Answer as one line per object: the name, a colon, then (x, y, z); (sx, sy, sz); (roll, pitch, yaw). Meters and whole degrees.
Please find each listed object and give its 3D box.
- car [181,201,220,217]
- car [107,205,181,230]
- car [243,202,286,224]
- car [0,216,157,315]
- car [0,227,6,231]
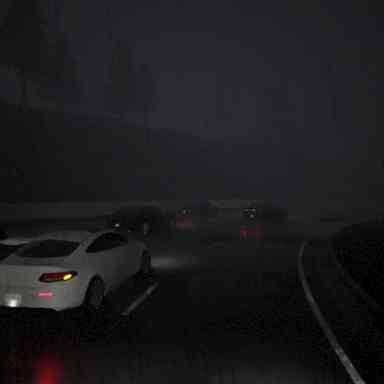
car: (0.746, 1.535, 30.998); (1.812, 1.442, 4.674); (0, 0, 38)
car: (-2.633, 1.460, 18.274); (1.882, 1.535, 5.008); (0, 0, 23)
car: (5.710, 1.539, 25.642); (2.128, 1.511, 4.902); (0, 0, 36)
car: (-2.404, 1.508, 7.517); (1.812, 1.442, 4.674); (0, 0, 10)
car: (-8.984, 1.479, 11.323); (2.033, 1.411, 5.357); (0, 0, 14)
